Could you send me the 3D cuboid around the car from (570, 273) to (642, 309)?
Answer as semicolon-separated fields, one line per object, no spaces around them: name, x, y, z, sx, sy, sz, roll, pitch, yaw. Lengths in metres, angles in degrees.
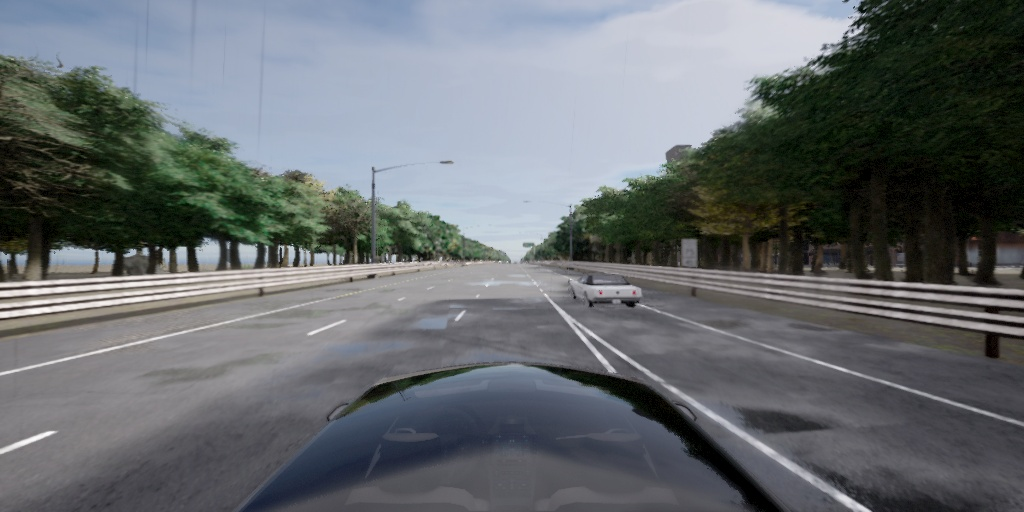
car;3.749;1.377;15.231;1.895;1.301;4.718;0;0;-2
